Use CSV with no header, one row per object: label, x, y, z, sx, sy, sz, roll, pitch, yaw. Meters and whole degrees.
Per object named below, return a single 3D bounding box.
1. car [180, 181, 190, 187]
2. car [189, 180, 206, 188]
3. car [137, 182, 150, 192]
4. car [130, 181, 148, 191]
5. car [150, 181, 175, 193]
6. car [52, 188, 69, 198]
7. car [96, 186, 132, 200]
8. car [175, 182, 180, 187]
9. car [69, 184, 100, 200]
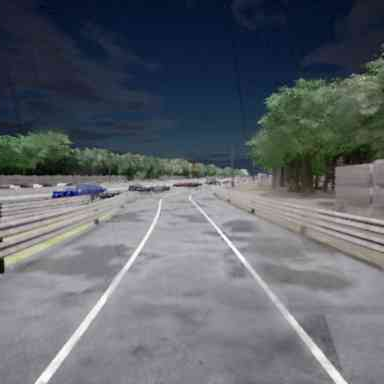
car,-0.847,-2.157,90.836,1.882,1.535,5.008,0,3,15
car,1.474,-1.920,86.052,1.837,1.490,4.892,0,3,15
car,-8.225,-0.693,63.837,1.895,1.301,4.718,0,3,15
car,-11.080,-0.907,66.663,1.837,1.490,4.892,0,3,15
car,-5.380,-0.683,60.966,2.128,1.511,4.902,0,3,15
car,-16.885,0.125,45.413,1.882,1.535,5.008,0,3,15
car,-10.129,0.292,43.588,1.895,1.301,4.718,0,3,15
car,-3.634,-2.212,93.916,1.994,1.385,4.181,0,3,15
car,-13.500,-0.112,44.511,2.150,2.045,5.566,0,3,15
